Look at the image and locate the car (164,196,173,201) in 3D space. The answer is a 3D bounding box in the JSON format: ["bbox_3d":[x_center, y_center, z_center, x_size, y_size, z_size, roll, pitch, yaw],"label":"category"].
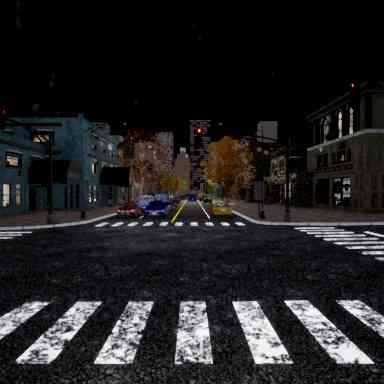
[{"bbox_3d":[-5.704,1.549,80.322,1.947,1.339,4.313,0,0,0],"label":"car"}]

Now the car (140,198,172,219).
[{"bbox_3d":[-3.121,1.520,29.660,1.812,1.442,4.674,0,0,0],"label":"car"}]

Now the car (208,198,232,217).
[{"bbox_3d":[2.683,1.520,30.577,1.752,1.417,4.829,-1,0,0],"label":"car"}]

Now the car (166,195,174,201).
[{"bbox_3d":[-5.705,1.526,85.868,1.887,1.381,4.507,0,0,0],"label":"car"}]

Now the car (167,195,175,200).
[{"bbox_3d":[-5.706,1.562,91.414,1.802,1.307,4.206,0,0,0],"label":"car"}]

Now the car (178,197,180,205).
[{"bbox_3d":[-3.098,1.555,48.771,1.994,1.385,4.181,0,0,0],"label":"car"}]

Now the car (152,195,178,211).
[{"bbox_3d":[-3.104,1.484,38.859,2.128,1.511,4.902,0,0,0],"label":"car"}]

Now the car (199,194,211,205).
[{"bbox_3d":[2.680,1.539,58.138,2.008,1.369,4.403,-1,0,0],"label":"car"}]

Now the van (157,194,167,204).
[{"bbox_3d":[-5.703,1.328,63.683,1.690,1.788,3.998,0,0,0],"label":"van"}]

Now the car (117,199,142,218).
[{"bbox_3d":[-5.696,1.576,30.405,1.802,1.307,4.206,0,0,0],"label":"car"}]

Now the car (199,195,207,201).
[{"bbox_3d":[2.677,1.528,80.323,1.887,1.381,4.507,-1,0,0],"label":"car"}]

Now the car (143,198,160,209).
[{"bbox_3d":[-5.699,1.536,47.045,1.887,1.381,4.507,0,0,0],"label":"car"}]

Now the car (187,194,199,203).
[{"bbox_3d":[0.057,1.463,70.837,1.882,1.535,5.008,0,0,0],"label":"car"}]

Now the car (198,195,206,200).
[{"bbox_3d":[2.675,1.524,91.416,1.887,1.381,4.507,-1,0,0],"label":"car"}]

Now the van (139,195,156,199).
[{"bbox_3d":[-5.700,1.333,41.497,1.690,1.788,3.998,0,0,0],"label":"van"}]

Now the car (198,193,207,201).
[{"bbox_3d":[2.673,1.296,85.870,2.192,1.841,5.009,-1,0,0],"label":"car"}]

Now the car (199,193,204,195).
[{"bbox_3d":[2.677,1.550,74.777,1.947,1.339,4.313,-1,0,0],"label":"car"}]

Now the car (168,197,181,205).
[{"bbox_3d":[-3.063,1.589,59.279,1.895,1.301,4.718,0,0,0],"label":"car"}]
